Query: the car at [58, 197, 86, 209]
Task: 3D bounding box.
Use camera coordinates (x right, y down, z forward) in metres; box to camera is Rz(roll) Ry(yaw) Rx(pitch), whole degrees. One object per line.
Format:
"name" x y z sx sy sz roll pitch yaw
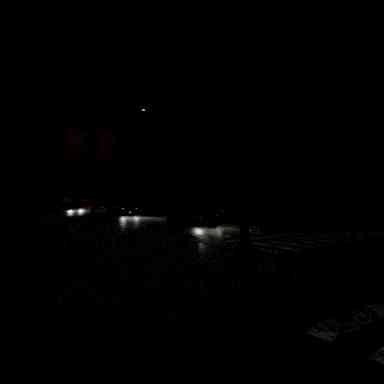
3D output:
"car" -17.782 1.789 49.187 1.895 1.301 4.718 0 0 -35

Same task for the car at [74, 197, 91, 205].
"car" -21.818 1.761 66.155 1.837 1.490 4.892 0 0 -36

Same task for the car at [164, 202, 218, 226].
"car" -0.153 1.549 24.464 1.882 1.535 5.008 0 0 -36

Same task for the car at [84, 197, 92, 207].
"car" -18.944 1.819 56.577 1.895 1.301 4.718 0 0 -36

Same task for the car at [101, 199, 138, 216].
"car" -7.378 1.720 34.544 1.895 1.301 4.718 0 0 -36

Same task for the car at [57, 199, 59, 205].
"car" -25.088 1.820 65.136 1.994 1.385 4.181 0 0 -36

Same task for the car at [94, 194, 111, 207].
"car" -15.863 1.441 57.850 2.150 2.045 5.566 0 -1 -35
